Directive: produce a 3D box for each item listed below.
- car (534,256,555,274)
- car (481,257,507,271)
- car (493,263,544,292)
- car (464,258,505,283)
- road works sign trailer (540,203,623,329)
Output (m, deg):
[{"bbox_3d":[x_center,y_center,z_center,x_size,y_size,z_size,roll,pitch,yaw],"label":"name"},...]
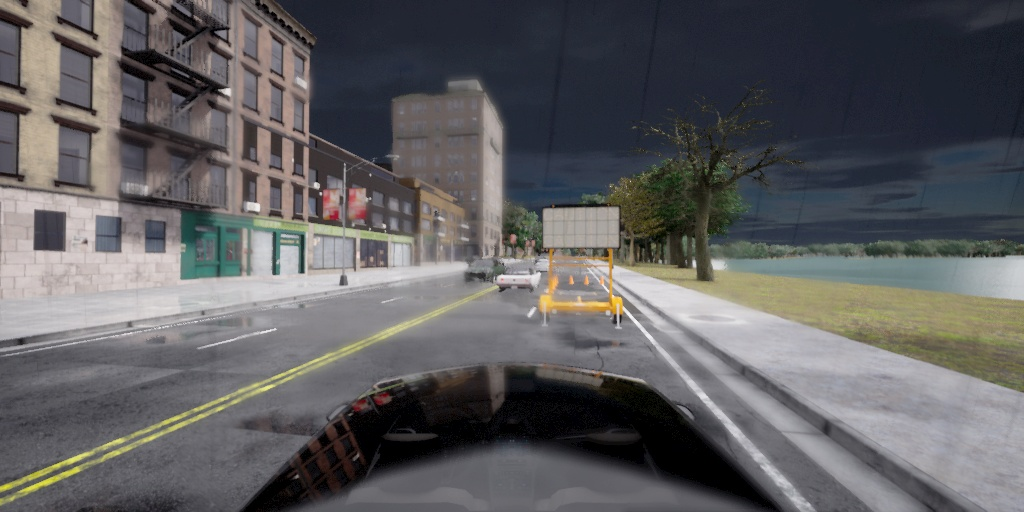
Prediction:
[{"bbox_3d":[3.399,1.064,36.772,1.812,1.442,4.674,0,0,10],"label":"car"},{"bbox_3d":[-2.110,0.971,44.186,2.128,1.511,4.902,0,1,10],"label":"car"},{"bbox_3d":[0.523,1.266,20.296,1.895,1.301,4.718,0,0,10],"label":"car"},{"bbox_3d":[-1.963,0.980,26.121,2.097,1.767,4.553,0,0,10],"label":"car"},{"bbox_3d":[2.147,0.186,11.283,2.380,3.560,2.880,0,0,10],"label":"road works sign trailer"}]
